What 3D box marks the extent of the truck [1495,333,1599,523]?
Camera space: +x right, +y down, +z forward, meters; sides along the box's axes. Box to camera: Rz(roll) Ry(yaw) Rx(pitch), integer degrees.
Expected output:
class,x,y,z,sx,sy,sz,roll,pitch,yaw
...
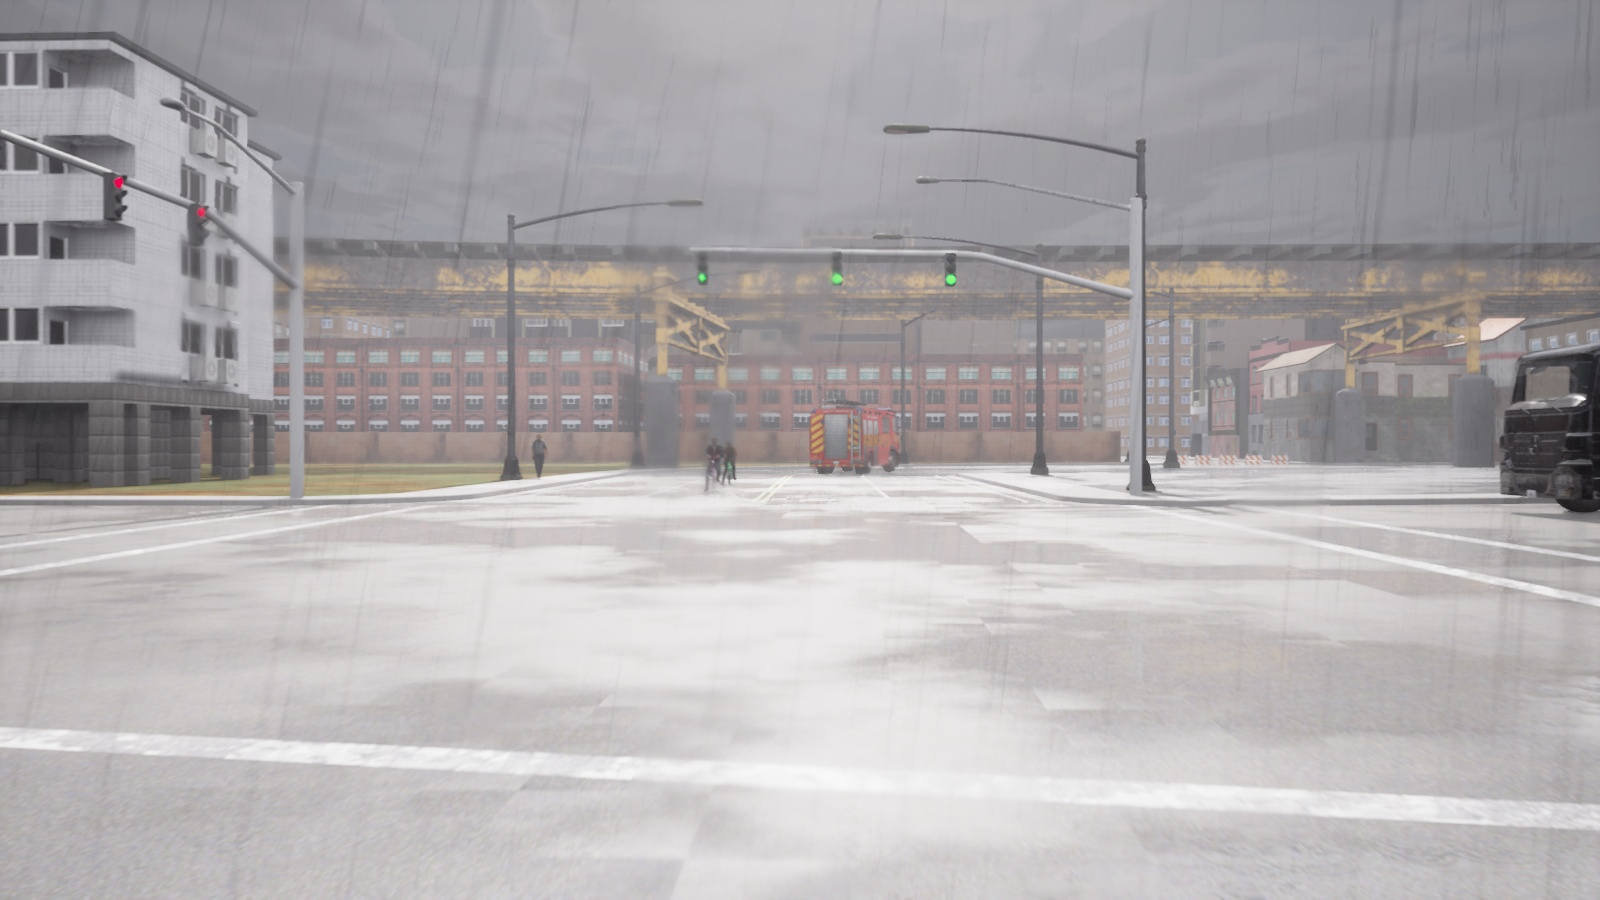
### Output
class,x,y,z,sx,sy,sz,roll,pitch,yaw
truck,18.205,-0.448,24.210,7.936,3.462,2.891,-1,0,2

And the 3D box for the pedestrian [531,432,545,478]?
class,x,y,z,sx,sy,sz,roll,pitch,yaw
pedestrian,-10.467,0.200,50.117,0.540,1.848,0.694,0,0,-13

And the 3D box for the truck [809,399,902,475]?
class,x,y,z,sx,sy,sz,roll,pitch,yaw
truck,3.118,-0.676,67.316,2.891,3.827,8.468,0,0,18
